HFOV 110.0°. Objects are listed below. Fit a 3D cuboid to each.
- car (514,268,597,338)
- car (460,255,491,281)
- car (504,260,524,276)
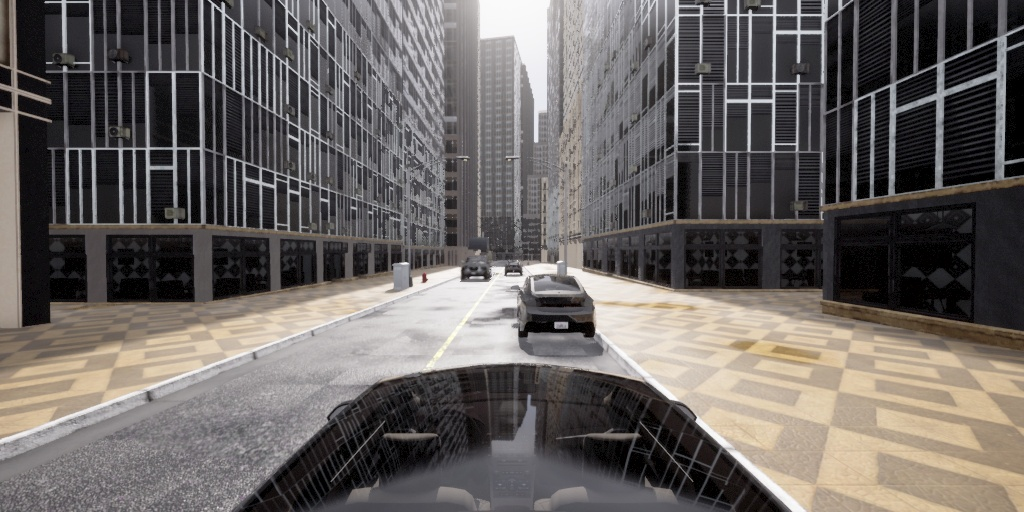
[{"bbox_3d":[1.073,1.255,10.183,1.837,1.490,4.892,0,0,0],"label":"car"},{"bbox_3d":[-2.922,0.975,30.067,2.150,2.045,5.566,0,0,0],"label":"car"},{"bbox_3d":[0.172,1.263,37.860,1.837,1.490,4.892,0,0,0],"label":"car"}]
